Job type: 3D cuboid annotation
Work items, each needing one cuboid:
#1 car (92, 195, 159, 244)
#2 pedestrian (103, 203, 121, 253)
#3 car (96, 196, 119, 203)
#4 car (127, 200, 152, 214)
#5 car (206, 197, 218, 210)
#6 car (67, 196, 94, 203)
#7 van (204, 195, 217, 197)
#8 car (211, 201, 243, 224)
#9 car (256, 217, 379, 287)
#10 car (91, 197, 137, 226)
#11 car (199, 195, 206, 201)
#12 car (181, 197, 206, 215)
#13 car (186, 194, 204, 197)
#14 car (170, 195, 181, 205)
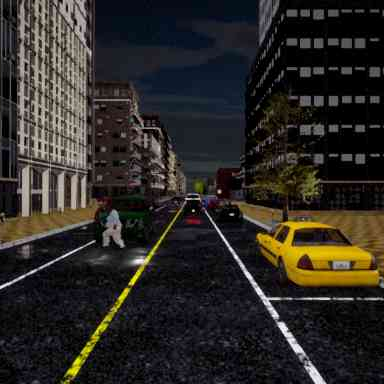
[{"bbox_3d":[-3.071,1.216,16.228,2.150,2.045,5.566,0,1,-1],"label":"car"},{"bbox_3d":[-2.945,1.297,12.289,0.375,1.860,0.375,0,0,0],"label":"pedestrian"},{"bbox_3d":[-17.319,1.582,68.256,4.206,1.307,1.802,0,0,0],"label":"car"},{"bbox_3d":[-5.609,1.563,36.068,1.887,1.381,4.507,0,0,0],"label":"car"},{"bbox_3d":[2.751,1.606,41.713,1.802,1.307,4.206,0,0,0],"label":"car"},{"bbox_3d":[-22.811,1.515,68.255,4.829,1.417,1.752,0,0,0],"label":"car"},{"bbox_3d":[2.763,1.371,47.402,1.690,1.788,3.998,0,0,0],"label":"van"},{"bbox_3d":[2.714,1.575,24.646,1.947,1.339,4.313,0,0,0],"label":"car"},{"bbox_3d":[3.020,1.457,9.277,1.801,1.575,5.366,0,0,0],"label":"car"},{"bbox_3d":[-5.632,1.324,24.690,2.192,1.841,5.009,0,0,0],"label":"car"},{"bbox_3d":[2.891,1.631,92.359,1.752,1.417,4.829,0,0,0],"label":"car"},{"bbox_3d":[0.153,1.520,34.040,1.837,1.490,4.892,0,0,1],"label":"car"},{"bbox_3d":[0.123,1.249,44.504,2.150,2.045,5.566,0,0,1],"label":"car"},{"bbox_3d":[-2.869,1.593,60.869,1.812,1.442,4.674,0,0,0],"label":"car"}]
